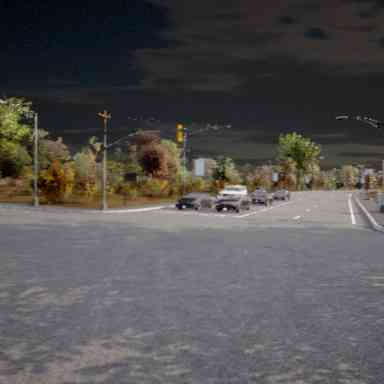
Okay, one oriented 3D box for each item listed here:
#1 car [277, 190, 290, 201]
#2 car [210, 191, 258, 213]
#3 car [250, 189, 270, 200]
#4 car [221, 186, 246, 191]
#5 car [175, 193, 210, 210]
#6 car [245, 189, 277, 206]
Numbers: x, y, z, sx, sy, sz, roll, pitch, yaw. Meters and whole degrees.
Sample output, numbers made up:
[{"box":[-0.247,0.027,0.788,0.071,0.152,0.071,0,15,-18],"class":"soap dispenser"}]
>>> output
[{"box":[12.763,0.477,47.303,1.837,1.490,4.892,2,2,25],"class":"car"},{"box":[3.646,0.869,27.790,2.033,1.411,5.357,2,2,25],"class":"car"},{"box":[10.307,0.352,50.312,1.837,1.490,4.892,2,2,25],"class":"car"},{"box":[4.779,0.282,38.498,2.150,2.045,5.566,2,2,25],"class":"car"},{"box":[0.475,0.773,29.268,2.033,1.411,5.357,2,2,25],"class":"car"},{"box":[7.547,0.736,36.168,1.994,1.385,4.181,2,2,25],"class":"car"}]
